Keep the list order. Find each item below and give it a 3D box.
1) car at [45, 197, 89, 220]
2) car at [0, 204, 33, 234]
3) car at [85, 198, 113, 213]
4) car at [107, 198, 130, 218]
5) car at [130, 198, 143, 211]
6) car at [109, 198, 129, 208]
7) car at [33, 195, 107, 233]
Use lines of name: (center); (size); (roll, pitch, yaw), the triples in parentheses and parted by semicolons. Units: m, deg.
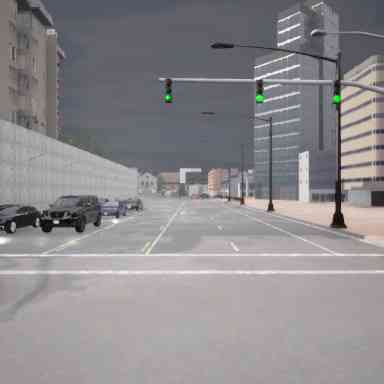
car: (-10.621, 1.352, 28.613); (2.097, 1.767, 4.553); (0, 0, 0)
car: (-10.615, 1.505, 19.545); (1.837, 1.490, 4.892); (0, 0, 0)
car: (-10.623, 1.505, 38.431); (1.837, 1.490, 4.892); (0, 0, 0)
car: (-7.121, 1.526, 29.819); (1.812, 1.442, 4.674); (0, 0, 0)
car: (-7.121, 1.492, 40.161); (2.128, 1.511, 4.902); (0, 0, 0)
car: (-10.592, 1.601, 48.491); (1.895, 1.301, 4.718); (0, 0, 0)
car: (-7.111, 1.221, 20.178); (2.150, 2.045, 5.566); (0, 0, 0)
